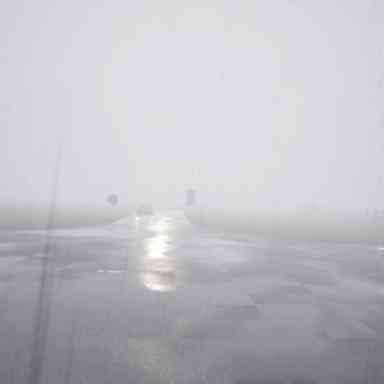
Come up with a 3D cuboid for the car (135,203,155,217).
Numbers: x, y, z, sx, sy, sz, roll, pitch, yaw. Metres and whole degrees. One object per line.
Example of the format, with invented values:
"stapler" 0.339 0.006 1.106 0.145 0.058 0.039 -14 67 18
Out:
"car" -5.334 2.032 38.261 1.837 1.490 4.892 1 0 -4
